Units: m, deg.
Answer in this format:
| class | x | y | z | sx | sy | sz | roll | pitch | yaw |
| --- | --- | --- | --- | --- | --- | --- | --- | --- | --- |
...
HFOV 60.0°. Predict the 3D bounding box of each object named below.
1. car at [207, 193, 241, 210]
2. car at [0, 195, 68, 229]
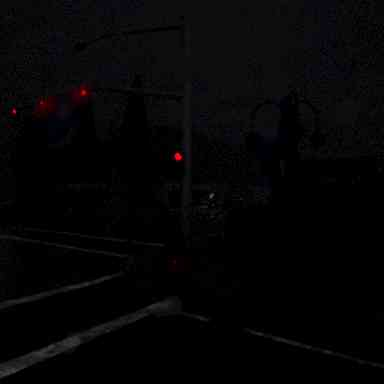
| class | x | y | z | sx | sy | sz | roll | pitch | yaw |
| --- | --- | --- | --- | --- | --- | --- | --- | --- | --- |
| car | 4.189 | 1.181 | 42.086 | 2.150 | 2.045 | 5.566 | 0 | 0 | 37 |
| car | -10.979 | 1.210 | 21.830 | 2.150 | 2.045 | 5.566 | 0 | 0 | 37 |
